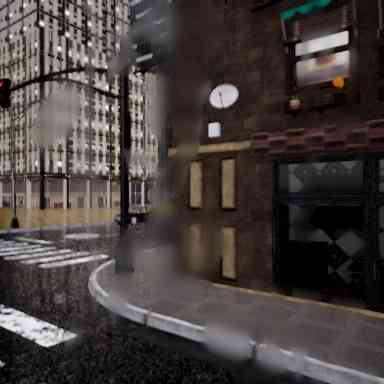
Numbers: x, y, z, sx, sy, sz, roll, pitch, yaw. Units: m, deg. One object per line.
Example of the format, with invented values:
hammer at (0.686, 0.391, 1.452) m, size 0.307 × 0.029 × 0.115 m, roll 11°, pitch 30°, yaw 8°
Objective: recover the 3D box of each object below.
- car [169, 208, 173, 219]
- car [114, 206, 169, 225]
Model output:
car at (-1.021, 1.928, 30.995) m, size 2.008 × 1.369 × 4.403 m, roll -1°, pitch -2°, yaw 35°
car at (-4.226, 1.847, 26.441) m, size 2.008 × 1.369 × 4.403 m, roll -1°, pitch -2°, yaw 35°
